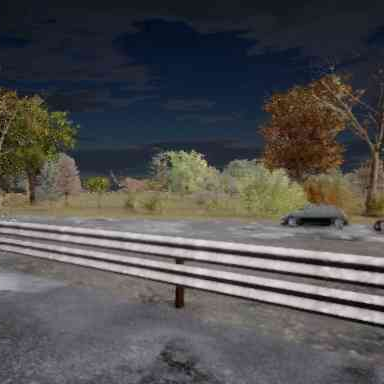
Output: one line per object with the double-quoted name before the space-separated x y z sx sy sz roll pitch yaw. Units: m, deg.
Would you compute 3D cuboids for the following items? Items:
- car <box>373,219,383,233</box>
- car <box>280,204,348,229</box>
"car" 12.932 1.881 19.326 4.181 1.385 1.994 0 0 15
"car" 8.724 1.690 24.097 4.553 1.767 2.097 0 0 15
